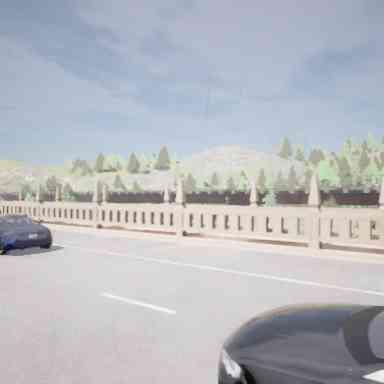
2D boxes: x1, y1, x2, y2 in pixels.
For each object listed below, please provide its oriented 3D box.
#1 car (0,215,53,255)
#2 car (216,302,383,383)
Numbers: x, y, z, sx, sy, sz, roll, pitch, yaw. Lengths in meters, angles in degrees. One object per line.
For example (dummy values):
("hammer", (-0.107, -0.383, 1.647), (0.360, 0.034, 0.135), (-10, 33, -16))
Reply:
("car", (-7.640, 1.644, 13.744), (4.181, 1.385, 1.994), (0, 0, 36))
("car", (2.453, 1.487, 2.240), (4.902, 1.511, 2.128), (0, 0, 36))
